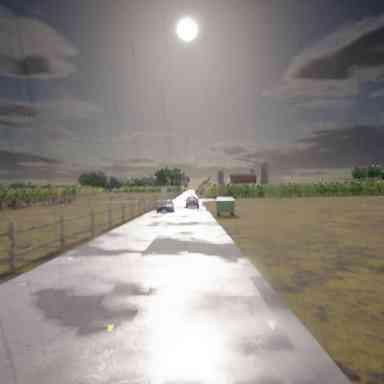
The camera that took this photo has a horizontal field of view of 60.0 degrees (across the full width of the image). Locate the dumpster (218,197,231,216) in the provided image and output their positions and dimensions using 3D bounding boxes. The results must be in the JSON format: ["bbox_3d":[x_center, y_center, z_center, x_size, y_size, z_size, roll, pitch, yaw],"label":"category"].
[{"bbox_3d":[3.127,1.378,32.248,1.020,1.700,1.940,0,0,0],"label":"dumpster"}]

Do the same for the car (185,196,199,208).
[{"bbox_3d":[0.057,1.466,47.206,1.812,1.442,4.674,0,0,0],"label":"car"}]

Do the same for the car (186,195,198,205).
[{"bbox_3d":[0.002,1.390,56.325,1.882,1.535,5.008,0,0,0],"label":"car"}]

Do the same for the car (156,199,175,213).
[{"bbox_3d":[-2.842,1.518,36.679,2.033,1.411,5.357,0,0,0],"label":"car"}]

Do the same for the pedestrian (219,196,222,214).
[{"bbox_3d":[2.826,1.252,33.250,0.375,1.860,0.375,0,0,-15],"label":"pedestrian"}]
